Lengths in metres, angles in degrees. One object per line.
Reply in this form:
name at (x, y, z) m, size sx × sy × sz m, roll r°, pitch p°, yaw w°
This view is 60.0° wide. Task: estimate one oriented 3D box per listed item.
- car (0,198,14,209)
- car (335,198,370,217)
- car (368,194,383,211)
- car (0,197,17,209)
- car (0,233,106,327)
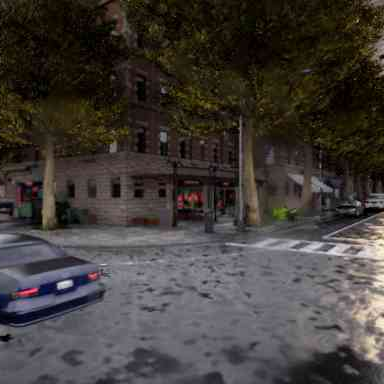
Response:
car at (-28.681, 1.701, 49.698) m, size 2.097 × 1.767 × 4.553 m, roll 0°, pitch 0°, yaw 36°
car at (14.880, 1.521, 31.378) m, size 2.231 × 1.521 × 4.892 m, roll 0°, pitch 0°, yaw 36°
car at (23.742, 1.264, 42.700) m, size 2.435 × 2.045 × 5.566 m, roll 0°, pitch 0°, yaw 36°
car at (-30.632, 1.724, 52.963) m, size 2.097 × 1.767 × 4.553 m, roll 0°, pitch 0°, yaw 36°
car at (-4.143, 1.596, 6.949) m, size 5.357 × 1.411 × 2.033 m, roll 0°, pitch 0°, yaw 35°
